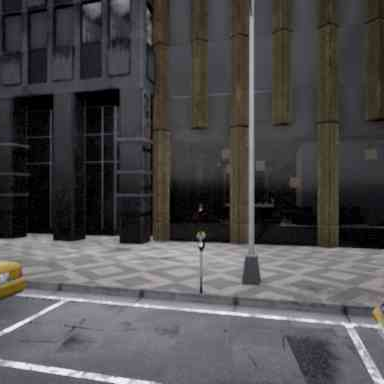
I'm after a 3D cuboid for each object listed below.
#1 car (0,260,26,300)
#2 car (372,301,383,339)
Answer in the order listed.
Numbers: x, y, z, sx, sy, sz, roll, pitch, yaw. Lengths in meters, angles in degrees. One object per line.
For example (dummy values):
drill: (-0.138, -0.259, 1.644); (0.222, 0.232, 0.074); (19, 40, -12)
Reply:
car: (-5.693, 1.522, 6.481); (4.829, 1.417, 1.752); (0, 0, 14)
car: (4.853, 1.524, 3.828); (4.829, 1.417, 1.752); (0, 0, 14)
